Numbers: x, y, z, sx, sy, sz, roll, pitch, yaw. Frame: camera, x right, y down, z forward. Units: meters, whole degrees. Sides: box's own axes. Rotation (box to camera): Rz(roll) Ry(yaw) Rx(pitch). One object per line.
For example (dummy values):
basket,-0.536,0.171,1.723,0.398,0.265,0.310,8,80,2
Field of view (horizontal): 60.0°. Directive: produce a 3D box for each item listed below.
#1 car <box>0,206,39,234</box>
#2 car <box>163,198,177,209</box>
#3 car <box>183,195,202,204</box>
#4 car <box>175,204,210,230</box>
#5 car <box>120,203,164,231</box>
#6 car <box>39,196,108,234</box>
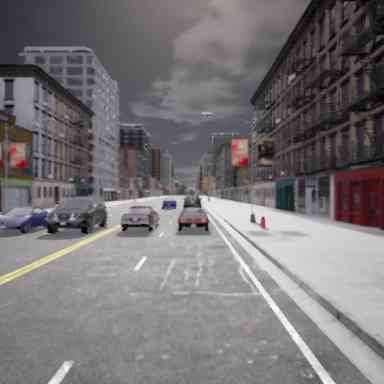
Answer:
car,-9.859,1.572,19.675,1.812,1.442,4.674,0,0,0
car,-3.181,1.594,48.150,1.882,1.535,5.008,0,0,0
car,0.062,1.323,41.499,2.150,2.045,5.566,0,0,0
car,0.082,1.652,21.248,1.895,1.301,4.718,0,0,0
car,-3.164,1.598,21.012,2.033,1.411,5.357,0,0,0
car,-6.609,1.269,19.807,2.150,2.045,5.566,0,0,0
